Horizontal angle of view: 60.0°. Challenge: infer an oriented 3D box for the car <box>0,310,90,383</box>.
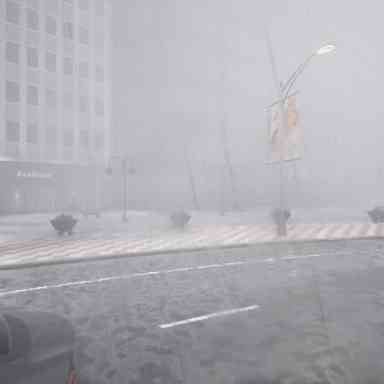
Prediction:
[{"bbox_3d":[-3.004,1.505,1.546,4.892,1.490,1.837,0,0,-35],"label":"car"}]
